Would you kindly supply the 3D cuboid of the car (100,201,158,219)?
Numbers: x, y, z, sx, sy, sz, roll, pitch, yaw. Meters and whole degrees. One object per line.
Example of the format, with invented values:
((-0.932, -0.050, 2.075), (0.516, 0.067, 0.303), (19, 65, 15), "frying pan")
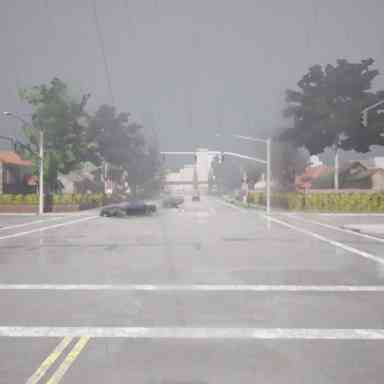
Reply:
((-5.400, 1.537, 29.328), (2.033, 1.411, 5.357), (0, 0, 41), "car")

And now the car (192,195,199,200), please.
((1.032, 1.485, 89.479), (1.812, 1.442, 4.674), (0, 0, 0), "car")

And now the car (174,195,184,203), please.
((-2.601, 1.455, 69.316), (1.882, 1.535, 5.008), (0, 0, 0), "car")

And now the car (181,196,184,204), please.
((-2.750, 1.528, 58.506), (2.033, 1.411, 5.357), (0, 0, 1), "car")

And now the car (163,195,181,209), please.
((-2.854, 1.491, 45.422), (1.837, 1.490, 4.892), (0, 0, 0), "car")

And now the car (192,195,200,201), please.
((0.964, 1.474, 79.081), (1.837, 1.490, 4.892), (0, 0, 0), "car")
